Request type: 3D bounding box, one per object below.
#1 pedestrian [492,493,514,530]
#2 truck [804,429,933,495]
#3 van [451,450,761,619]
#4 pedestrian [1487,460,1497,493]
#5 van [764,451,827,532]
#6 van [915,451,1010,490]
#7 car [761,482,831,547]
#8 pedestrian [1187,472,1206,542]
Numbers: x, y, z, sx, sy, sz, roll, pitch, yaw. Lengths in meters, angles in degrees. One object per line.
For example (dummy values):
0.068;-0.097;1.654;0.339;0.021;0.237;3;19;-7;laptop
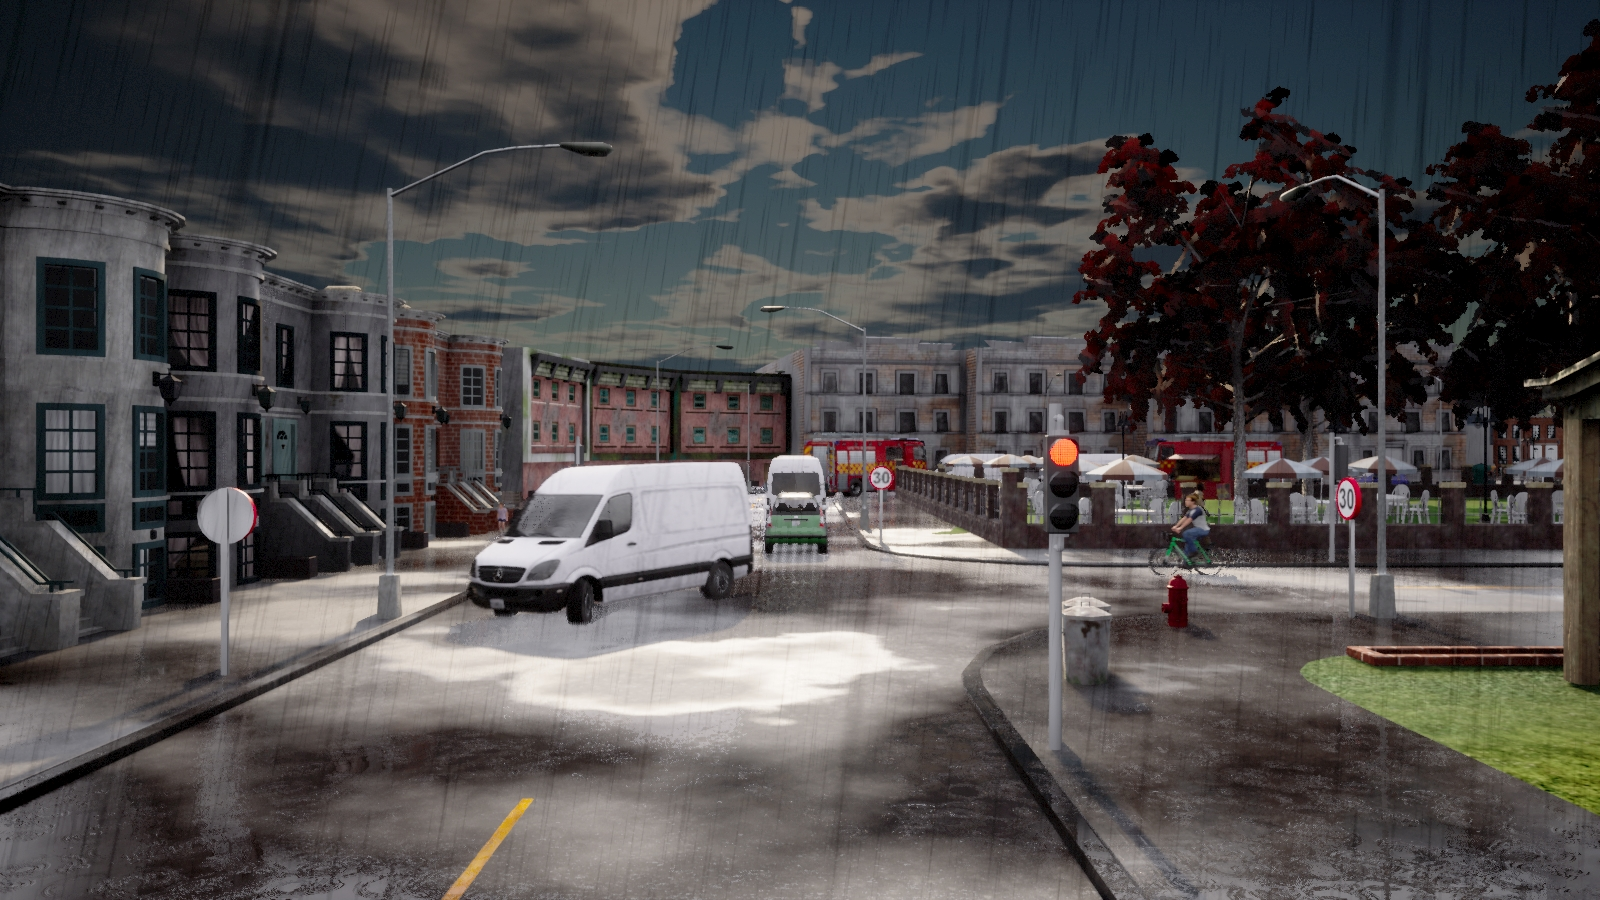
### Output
-9.229;1.904;35.504;0.500;1.100;0.500;0;0;8;pedestrian
4.295;0.672;70.228;8.468;3.827;2.891;0;0;-43;truck
-3.207;1.314;20.441;1.988;2.561;5.915;-2;-1;32;van
39.855;1.524;65.811;0.375;1.860;0.375;0;0;2;pedestrian
-0.147;1.315;39.074;1.988;2.561;5.915;0;0;0;van
10.550;1.314;74.428;5.915;2.561;1.988;0;0;0;van
-0.119;1.779;32.373;1.851;1.617;3.988;0;0;0;car
10.613;1.517;30.554;0.375;1.860;0.375;0;0;-1;pedestrian
